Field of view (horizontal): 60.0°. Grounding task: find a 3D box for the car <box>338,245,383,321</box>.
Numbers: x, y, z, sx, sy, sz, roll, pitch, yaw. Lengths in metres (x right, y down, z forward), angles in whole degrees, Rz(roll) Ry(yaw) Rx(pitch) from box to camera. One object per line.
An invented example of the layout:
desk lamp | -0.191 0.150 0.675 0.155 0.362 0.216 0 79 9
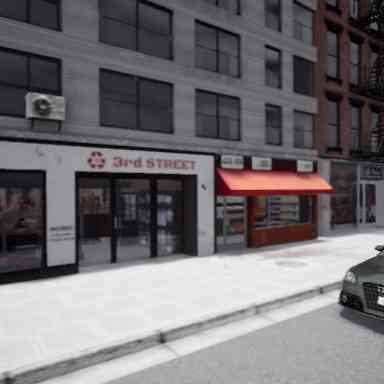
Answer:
car | 4.675 1.534 6.341 4.181 1.385 1.994 0 0 -35
